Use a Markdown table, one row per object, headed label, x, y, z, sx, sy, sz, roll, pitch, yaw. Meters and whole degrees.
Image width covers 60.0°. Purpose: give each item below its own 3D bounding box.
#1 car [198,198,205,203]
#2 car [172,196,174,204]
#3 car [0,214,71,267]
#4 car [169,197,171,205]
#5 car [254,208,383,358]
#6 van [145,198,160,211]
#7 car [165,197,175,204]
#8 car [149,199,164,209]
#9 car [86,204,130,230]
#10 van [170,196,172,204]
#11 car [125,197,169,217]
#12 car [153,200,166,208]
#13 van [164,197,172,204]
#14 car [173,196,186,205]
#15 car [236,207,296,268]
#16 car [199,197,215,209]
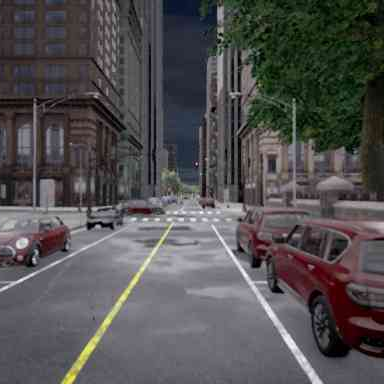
| label | x | y | z | sx | sy | sz | roll | pitch | yaw |
| --- | --- | --- | --- | --- | --- | --- | --- | --- | --- |
| car | 2.731 | 2.437 | 92.791 | 1.802 | 1.307 | 4.206 | 0 | -1 | 0 |
| car | -5.789 | 2.239 | 76.460 | 1.887 | 1.381 | 4.507 | 0 | -1 | 0 |
| car | -5.765 | 1.544 | 11.553 | 1.967 | 1.590 | 4.097 | 0 | -1 | 0 |
| car | -5.785 | 2.154 | 65.577 | 1.947 | 1.339 | 4.313 | 0 | -1 | 0 |
| car | 2.763 | 1.371 | 6.043 | 2.192 | 1.841 | 5.009 | 0 | -1 | 0 |
| van | -5.778 | 1.772 | 49.257 | 1.690 | 1.788 | 3.998 | 0 | -1 | 0 |
| car | -5.792 | 2.116 | 87.345 | 2.192 | 1.841 | 5.009 | 0 | -1 | 0 |
| car | -5.781 | 1.923 | 54.697 | 1.967 | 1.590 | 4.097 | 0 | -1 | 0 |
| car | -5.769 | 1.762 | 22.599 | 1.947 | 1.339 | 4.313 | 0 | 0 | 0 |
| van | -5.787 | 1.982 | 71.021 | 1.690 | 1.788 | 3.998 | 0 | -1 | 0 |
| car | -5.008 | 1.567 | 34.682 | 4.553 | 1.767 | 2.097 | 1 | -1 | 0 |
| car | -5.783 | 2.079 | 60.137 | 1.887 | 1.381 | 4.507 | 0 | -1 | 0 |
| van | -5.790 | 2.089 | 81.903 | 1.690 | 1.788 | 3.998 | 0 | -1 | 0 |
| car | -3.027 | 2.226 | 77.784 | 2.128 | 1.511 | 4.902 | 0 | -1 | 0 |
| car | 2.761 | 1.419 | 11.567 | 2.192 | 1.841 | 5.009 | 0 | 0 | 0 |
| car | 2.745 | 1.798 | 54.710 | 2.192 | 1.841 | 5.009 | 0 | -1 | 0 |
